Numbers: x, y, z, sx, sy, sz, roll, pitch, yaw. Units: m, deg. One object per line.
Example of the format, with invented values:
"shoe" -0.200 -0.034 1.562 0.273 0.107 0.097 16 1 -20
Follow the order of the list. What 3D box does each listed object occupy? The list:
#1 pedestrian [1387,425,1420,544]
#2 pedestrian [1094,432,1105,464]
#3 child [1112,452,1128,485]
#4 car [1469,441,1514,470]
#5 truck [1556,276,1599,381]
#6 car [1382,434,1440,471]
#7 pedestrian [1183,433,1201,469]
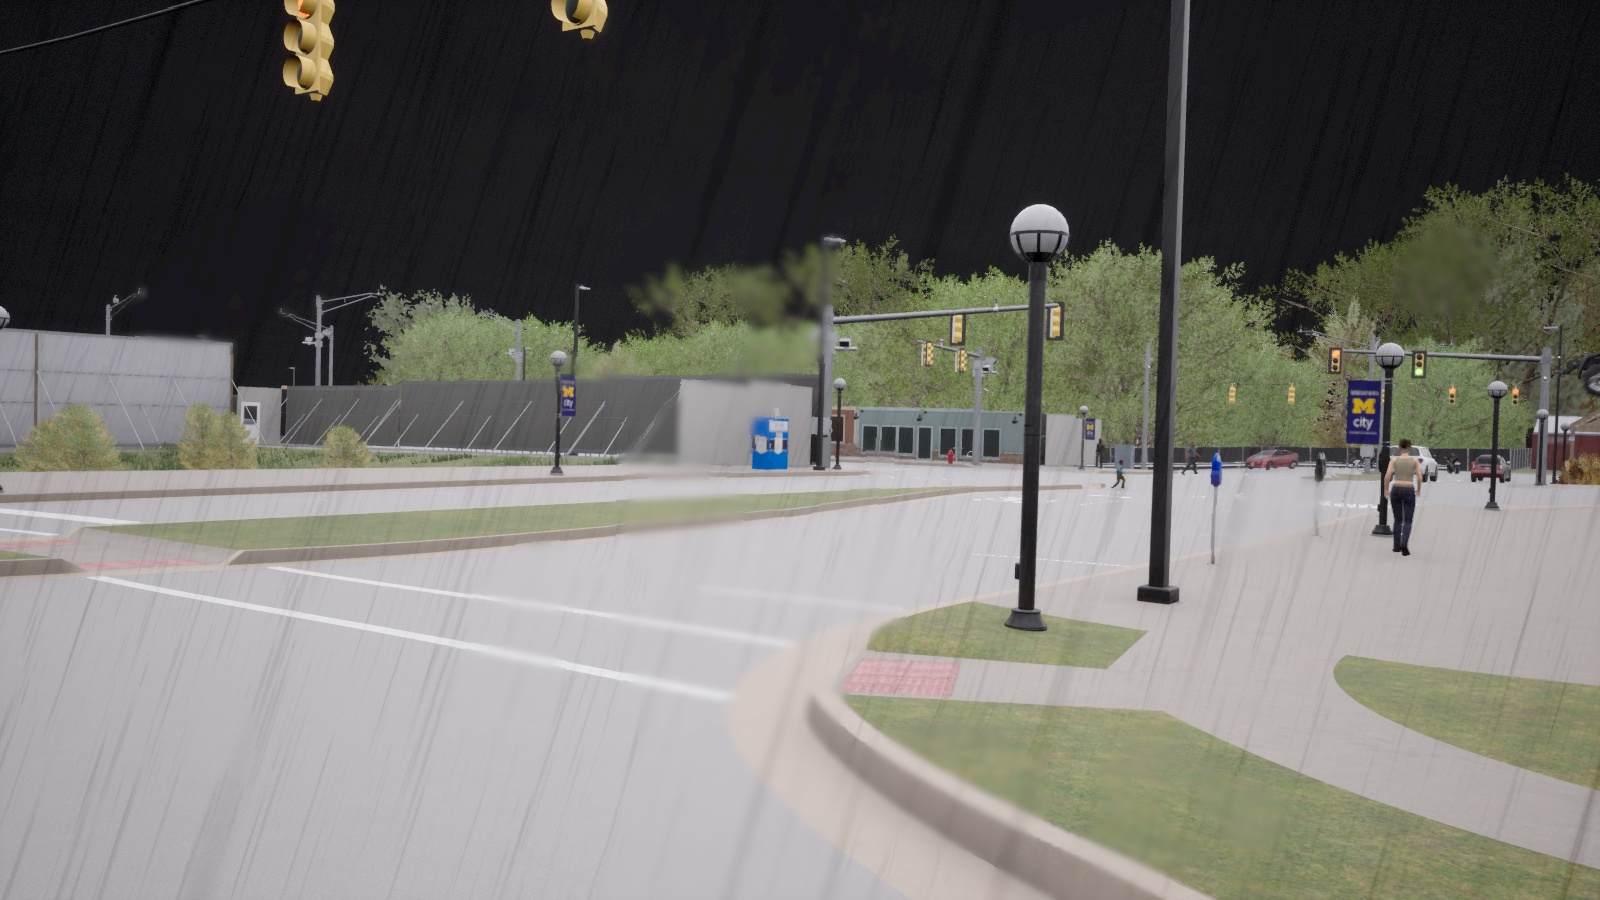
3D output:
"pedestrian" 9.569 0.532 19.898 0.345 1.836 0.594 2 2 34
"pedestrian" 17.816 -0.124 74.713 0.395 1.930 0.692 2 2 36
"child" 11.855 0.685 46.509 0.448 1.192 0.343 2 2 36
"car" 40.737 0.293 73.918 1.851 1.617 3.988 0 1 36
"truck" 30.159 -4.365 42.207 7.936 3.462 2.891 -3 2 32
"car" 35.007 0.158 71.872 2.150 2.045 5.566 0 0 35
"pedestrian" 20.499 0.034 65.616 0.694 1.848 0.540 2 2 41
